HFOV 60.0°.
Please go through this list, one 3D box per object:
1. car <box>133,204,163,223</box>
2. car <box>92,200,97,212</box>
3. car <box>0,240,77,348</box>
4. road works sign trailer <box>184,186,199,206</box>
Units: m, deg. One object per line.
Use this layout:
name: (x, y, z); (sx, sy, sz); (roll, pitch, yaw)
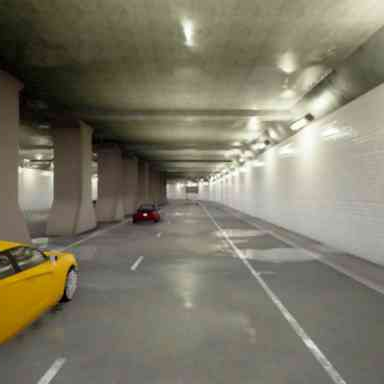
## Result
car: (-3.403, 1.642, 26.181); (1.994, 1.385, 4.181); (0, 0, 0)
car: (-10.593, 1.636, 37.179); (1.812, 1.442, 4.674); (0, 0, 0)
car: (-3.401, 1.494, 5.240); (1.882, 1.535, 5.008); (0, 0, 0)
road works sign trailer: (-0.008, 0.640, 59.321); (2.380, 3.560, 2.880); (0, 0, 0)
